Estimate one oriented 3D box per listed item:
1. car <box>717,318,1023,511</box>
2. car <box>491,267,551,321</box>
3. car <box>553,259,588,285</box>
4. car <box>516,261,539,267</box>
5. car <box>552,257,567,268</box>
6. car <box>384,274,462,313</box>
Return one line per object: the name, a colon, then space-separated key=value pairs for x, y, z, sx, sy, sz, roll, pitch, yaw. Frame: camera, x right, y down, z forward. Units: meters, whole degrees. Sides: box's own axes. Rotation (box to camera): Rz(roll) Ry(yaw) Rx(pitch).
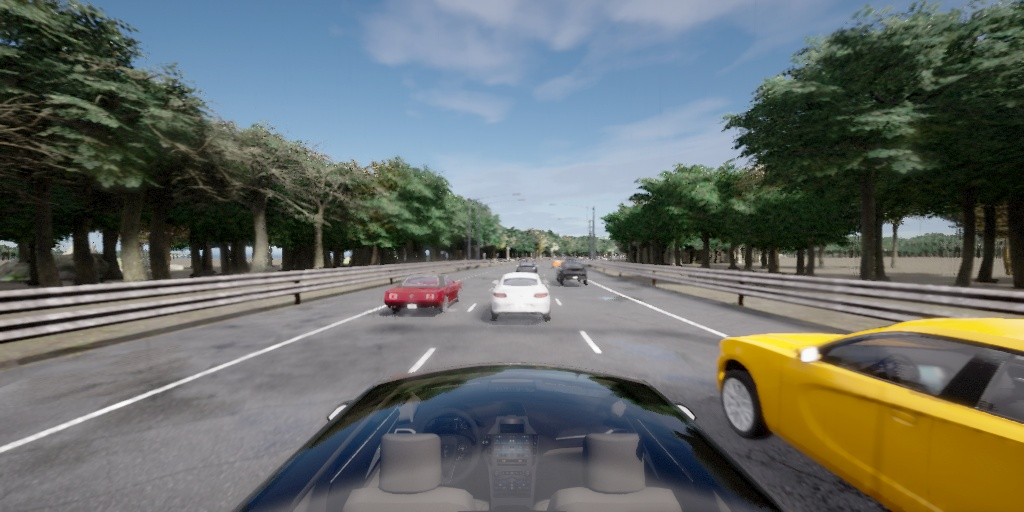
car: x=3.460 y=1.163 z=2.402 sx=1.882 sy=1.535 sz=5.008 roll=0 pitch=0 yaw=-1
car: x=0.303 y=1.274 z=12.413 sx=1.812 sy=1.442 sz=4.674 roll=0 pitch=0 yaw=2
car: x=4.249 y=1.165 z=25.851 sx=1.837 sy=1.490 sz=4.892 roll=0 pitch=0 yaw=3
car: x=1.415 y=1.232 z=32.795 sx=2.128 sy=1.511 sz=4.902 roll=0 pitch=0 yaw=5
car: x=7.711 y=1.014 z=58.907 sx=2.097 sy=1.767 sz=4.553 roll=0 pitch=0 yaw=8
car: x=-3.163 y=1.345 z=13.849 sx=1.895 sy=1.301 sz=4.718 roll=0 pitch=0 yaw=2
